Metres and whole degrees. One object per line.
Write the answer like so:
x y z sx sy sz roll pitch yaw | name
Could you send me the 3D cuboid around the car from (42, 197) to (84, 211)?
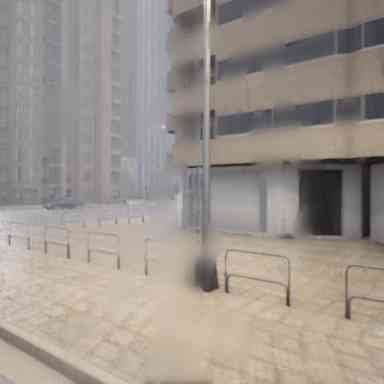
-15.172 1.428 39.386 1.837 1.490 4.892 0 0 36 | car
